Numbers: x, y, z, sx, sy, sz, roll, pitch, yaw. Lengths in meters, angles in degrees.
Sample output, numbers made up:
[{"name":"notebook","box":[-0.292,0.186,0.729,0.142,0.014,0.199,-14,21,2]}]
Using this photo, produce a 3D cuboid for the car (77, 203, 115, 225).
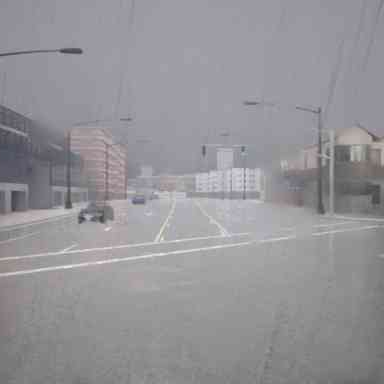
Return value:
[{"name":"car","box":[-7.092,1.562,24.958,2.128,1.511,4.902,0,0,-2]}]

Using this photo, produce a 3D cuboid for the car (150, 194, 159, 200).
[{"name":"car","box":[-8.581,1.144,75.723,2.128,1.511,4.902,0,-1,-2]}]

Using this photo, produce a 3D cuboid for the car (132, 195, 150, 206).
[{"name":"car","box":[-7.823,1.197,49.941,1.882,1.535,5.008,0,1,-2]}]
